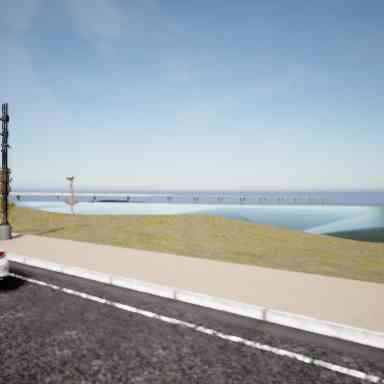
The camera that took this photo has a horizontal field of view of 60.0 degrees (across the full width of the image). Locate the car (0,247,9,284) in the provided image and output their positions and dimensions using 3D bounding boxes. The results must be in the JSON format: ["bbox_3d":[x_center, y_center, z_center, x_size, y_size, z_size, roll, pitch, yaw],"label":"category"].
[{"bbox_3d":[-6.264,1.533,8.149,4.674,1.442,1.812,0,0,36],"label":"car"}]
